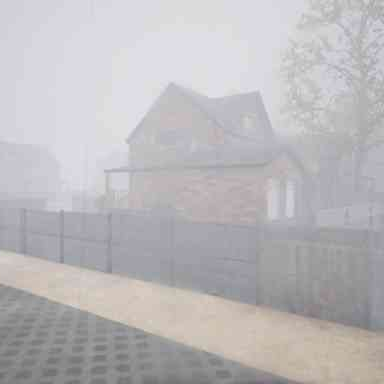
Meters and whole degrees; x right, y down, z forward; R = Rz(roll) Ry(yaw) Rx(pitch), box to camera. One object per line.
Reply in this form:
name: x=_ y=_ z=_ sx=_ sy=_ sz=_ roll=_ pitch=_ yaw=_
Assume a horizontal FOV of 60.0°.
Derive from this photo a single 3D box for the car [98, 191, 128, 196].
car: x=-9.545 y=0.568 z=40.317 sx=2.097 sy=1.767 sz=4.553 roll=1 pitch=2 yaw=35
